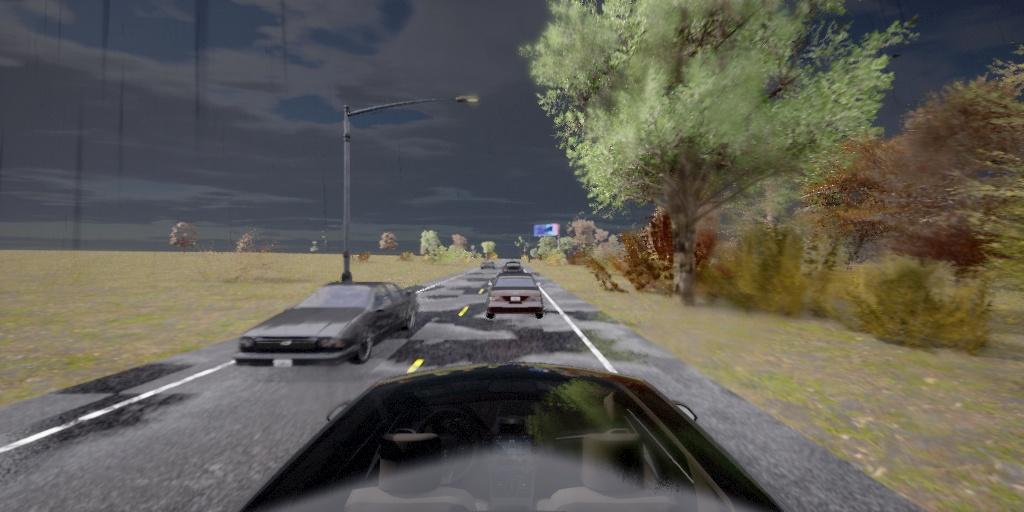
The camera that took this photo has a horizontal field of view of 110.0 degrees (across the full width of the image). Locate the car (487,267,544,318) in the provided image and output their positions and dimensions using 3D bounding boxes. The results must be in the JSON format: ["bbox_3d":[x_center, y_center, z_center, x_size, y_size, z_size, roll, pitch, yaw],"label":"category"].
[{"bbox_3d":[0.099,1.301,13.018,2.033,1.411,5.357,0,0,0],"label":"car"}]

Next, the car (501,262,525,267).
[{"bbox_3d":[0.096,1.265,32.217,1.837,1.490,4.892,0,0,0],"label":"car"}]

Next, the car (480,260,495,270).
[{"bbox_3d":[-3.562,1.336,53.070,1.994,1.385,4.181,0,0,1],"label":"car"}]

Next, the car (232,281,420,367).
[{"bbox_3d":[-3.601,1.299,8.302,2.033,1.411,5.357,0,0,0],"label":"car"}]
